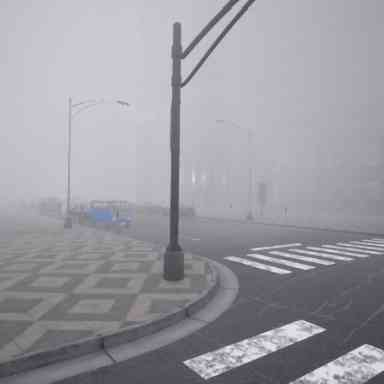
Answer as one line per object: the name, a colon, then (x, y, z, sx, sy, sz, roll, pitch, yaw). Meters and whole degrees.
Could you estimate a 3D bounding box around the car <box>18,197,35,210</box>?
car: (-21.196, 1.680, 43.806, 1.802, 1.307, 4.206, 1, -1, -35)

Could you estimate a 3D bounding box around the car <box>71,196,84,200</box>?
car: (-17.399, 1.815, 53.237, 1.887, 1.381, 4.507, 1, -1, -35)

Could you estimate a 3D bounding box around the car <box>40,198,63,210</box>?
car: (-19.707, 1.658, 46.508, 1.837, 1.490, 4.892, 1, -1, -35)

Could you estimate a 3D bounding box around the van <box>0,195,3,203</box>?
van: (-46.704, 1.612, 79.903, 1.690, 1.788, 3.998, 1, -1, -35)

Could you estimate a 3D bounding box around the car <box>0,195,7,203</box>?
car: (-43.514, 1.564, 75.392, 2.192, 1.841, 5.009, 1, -1, -35)

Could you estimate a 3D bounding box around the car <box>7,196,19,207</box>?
car: (-27.573, 1.692, 52.830, 2.008, 1.369, 4.403, 1, -1, -35)

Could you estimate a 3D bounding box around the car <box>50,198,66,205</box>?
car: (-26.971, 1.885, 66.770, 2.008, 1.369, 4.403, 1, -1, -35)

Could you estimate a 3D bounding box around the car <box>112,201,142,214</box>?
car: (-7.827, 1.751, 39.703, 1.887, 1.381, 4.507, 1, -1, -35)

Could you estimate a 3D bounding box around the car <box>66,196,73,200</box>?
car: (-20.588, 1.607, 57.750, 2.192, 1.841, 5.009, 1, -1, -35)

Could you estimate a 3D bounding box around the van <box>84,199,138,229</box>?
van: (-5.250, 1.335, 21.249, 1.690, 1.788, 3.998, 1, -1, -35)

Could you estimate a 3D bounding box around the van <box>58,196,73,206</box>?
van: (-23.779, 1.654, 62.261, 1.690, 1.788, 3.998, 1, -1, -35)

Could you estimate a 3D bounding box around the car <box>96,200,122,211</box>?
car: (-11.116, 1.754, 44.353, 1.752, 1.417, 4.829, 1, -1, -35)

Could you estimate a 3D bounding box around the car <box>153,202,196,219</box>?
car: (-1.446, 1.710, 30.681, 1.887, 1.381, 4.507, 1, -1, -35)

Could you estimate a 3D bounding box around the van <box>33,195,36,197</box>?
van: (-36.541, 1.740, 80.305, 1.690, 1.788, 3.998, 1, -1, -35)

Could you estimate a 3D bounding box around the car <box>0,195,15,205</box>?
car: (-37.041, 1.730, 66.227, 1.752, 1.417, 4.829, 1, -1, -35)

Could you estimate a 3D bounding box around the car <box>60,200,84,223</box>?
car: (-8.441, 1.559, 25.759, 1.887, 1.381, 4.507, 1, -1, -35)

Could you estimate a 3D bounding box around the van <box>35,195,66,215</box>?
van: (-14.816, 1.397, 34.785, 1.690, 1.788, 3.998, 1, -1, -35)

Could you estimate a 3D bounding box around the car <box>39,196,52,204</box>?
car: (-33.352, 1.818, 75.793, 1.967, 1.590, 4.097, 1, -1, -35)

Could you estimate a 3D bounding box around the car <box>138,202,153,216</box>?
car: (-4.636, 1.730, 35.192, 1.887, 1.381, 4.507, 1, -1, -35)
